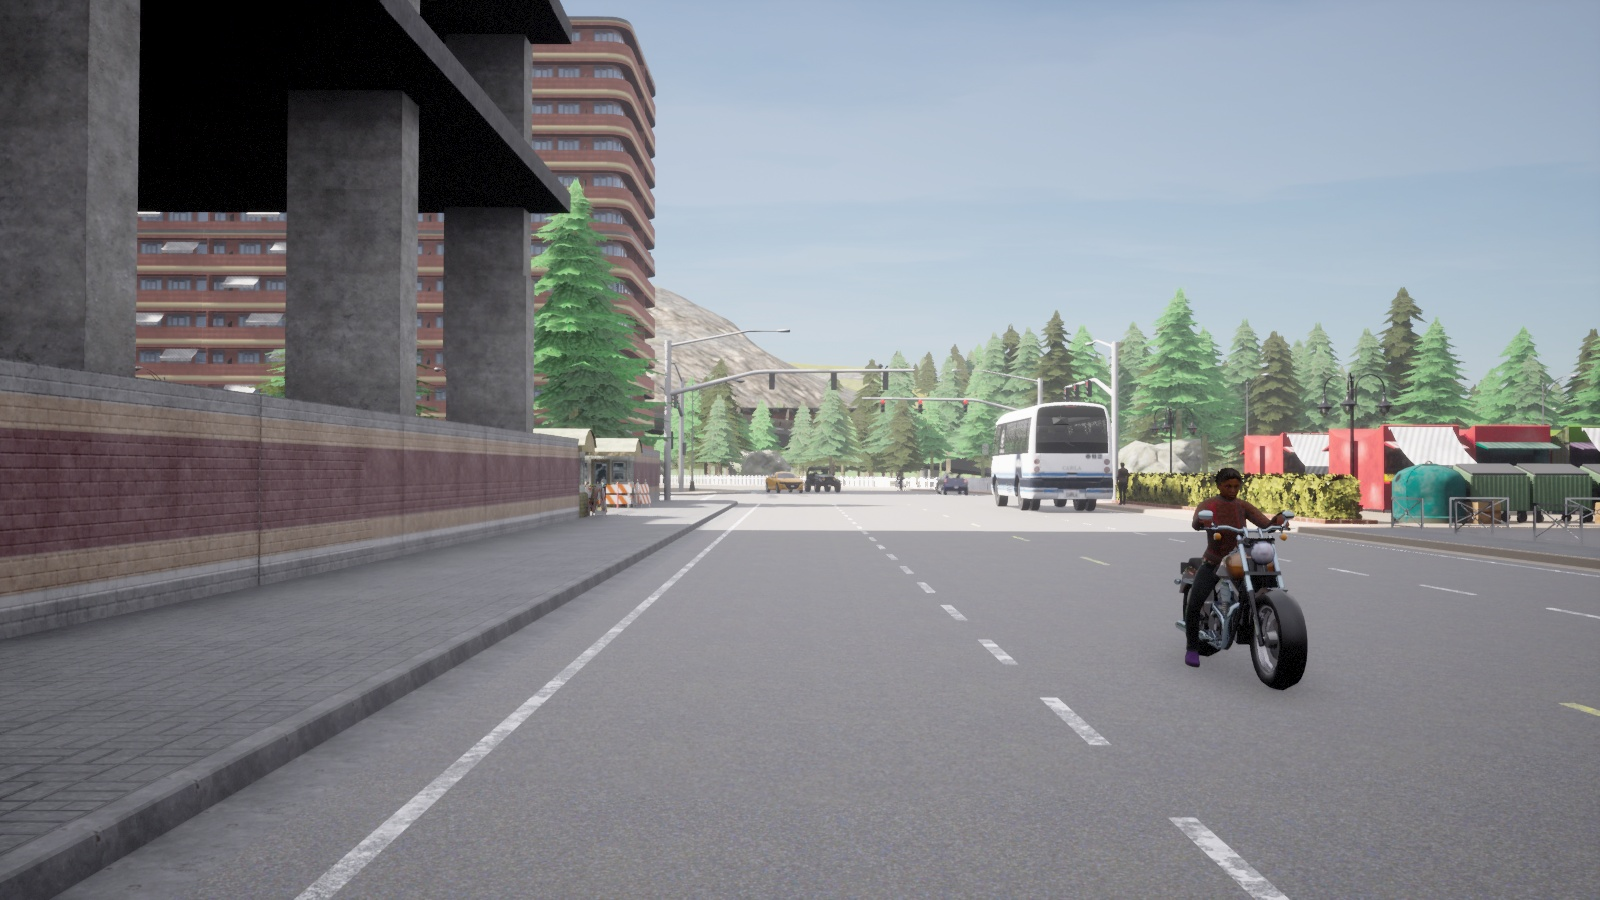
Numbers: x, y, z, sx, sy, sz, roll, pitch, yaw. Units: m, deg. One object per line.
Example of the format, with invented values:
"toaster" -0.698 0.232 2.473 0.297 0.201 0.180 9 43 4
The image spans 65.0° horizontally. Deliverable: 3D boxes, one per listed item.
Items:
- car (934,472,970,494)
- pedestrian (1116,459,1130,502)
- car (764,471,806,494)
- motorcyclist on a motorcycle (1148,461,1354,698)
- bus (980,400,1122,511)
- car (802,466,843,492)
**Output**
"car" 10.195 2.199 84.276 1.845 1.501 3.633 0 -1 -2
"pedestrian" 13.800 1.312 53.658 0.328 1.805 0.869 0 -1 -1
"car" -1.119 2.303 89.900 1.882 1.535 5.008 0 -1 -15
"motorcyclist on a motorcycle" 3.475 0.918 9.942 0.766 1.649 2.350 0 -1 0
"bus" 10.362 0.289 53.273 3.944 4.253 10.273 0 -1 0
"car" 1.646 2.164 93.155 1.905 1.878 3.866 0 -1 -18
